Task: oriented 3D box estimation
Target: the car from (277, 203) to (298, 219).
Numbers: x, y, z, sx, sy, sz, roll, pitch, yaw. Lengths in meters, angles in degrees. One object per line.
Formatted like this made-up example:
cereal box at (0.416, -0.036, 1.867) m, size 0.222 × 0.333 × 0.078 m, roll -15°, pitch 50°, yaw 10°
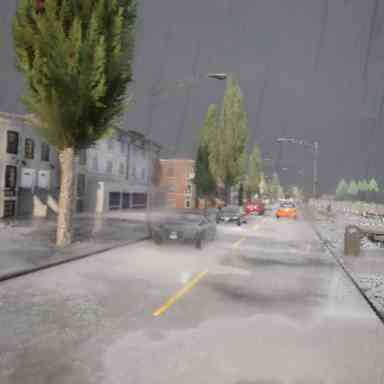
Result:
car at (10.715, 2.030, 37.336) m, size 2.097 × 1.767 × 4.553 m, roll 3°, pitch 0°, yaw 17°

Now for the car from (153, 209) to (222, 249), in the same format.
car at (-0.170, 1.620, 15.055) m, size 1.994 × 1.385 × 4.181 m, roll 3°, pitch 0°, yaw 16°

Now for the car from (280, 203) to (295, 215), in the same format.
car at (13.662, 2.391, 47.527) m, size 1.812 × 1.442 × 4.674 m, roll 3°, pitch 0°, yaw 17°

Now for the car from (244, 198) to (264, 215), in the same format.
car at (7.919, 1.782, 42.173) m, size 2.150 × 2.045 × 5.566 m, roll 3°, pitch 0°, yaw 17°

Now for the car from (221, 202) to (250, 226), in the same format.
car at (3.179, 1.770, 26.406) m, size 1.837 × 1.490 × 4.892 m, roll 3°, pitch 0°, yaw 17°
